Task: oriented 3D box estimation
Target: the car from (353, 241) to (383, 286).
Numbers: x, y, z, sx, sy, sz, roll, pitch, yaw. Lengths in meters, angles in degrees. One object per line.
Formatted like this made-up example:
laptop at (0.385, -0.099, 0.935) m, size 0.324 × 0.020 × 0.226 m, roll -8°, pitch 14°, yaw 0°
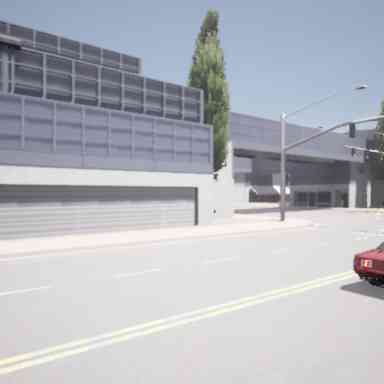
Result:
car at (6.031, 1.612, 8.135) m, size 4.718 × 1.301 × 1.895 m, roll 0°, pitch 0°, yaw -36°
